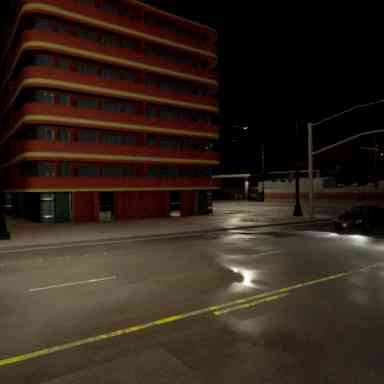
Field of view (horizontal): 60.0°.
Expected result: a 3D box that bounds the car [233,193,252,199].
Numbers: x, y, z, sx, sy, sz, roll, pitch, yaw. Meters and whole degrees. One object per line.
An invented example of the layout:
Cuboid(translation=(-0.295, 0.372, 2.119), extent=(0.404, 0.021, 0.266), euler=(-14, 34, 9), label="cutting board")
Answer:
Cuboid(translation=(12.907, 1.061, 81.965), extent=(3.806, 1.475, 1.970), euler=(-1, 1, -35), label="car")

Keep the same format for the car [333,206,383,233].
Cuboid(translation=(10.394, 1.564, 19.868), extent=(4.674, 1.442, 1.812), euler=(0, 0, -35), label="car")

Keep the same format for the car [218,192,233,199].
Cuboid(translation=(8.936, 0.930, 86.187), extent=(4.611, 1.667, 2.242), euler=(-1, 1, -35), label="car")
